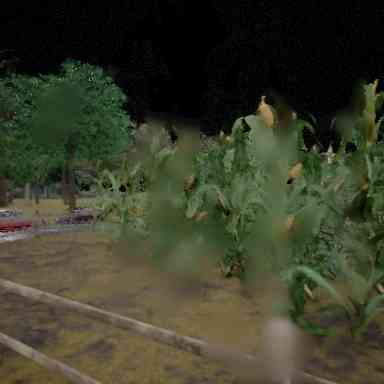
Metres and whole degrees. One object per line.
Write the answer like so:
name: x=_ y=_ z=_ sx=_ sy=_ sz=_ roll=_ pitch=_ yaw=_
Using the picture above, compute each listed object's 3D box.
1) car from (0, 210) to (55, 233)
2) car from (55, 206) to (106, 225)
car: x=-10.668 y=1.735 z=19.492 sx=1.994 sy=1.385 sz=4.181 roll=-2 pitch=-2 yaw=36
car: x=-9.199 y=1.905 z=27.876 sx=1.812 sy=1.442 sz=4.674 roll=-2 pitch=-2 yaw=36
